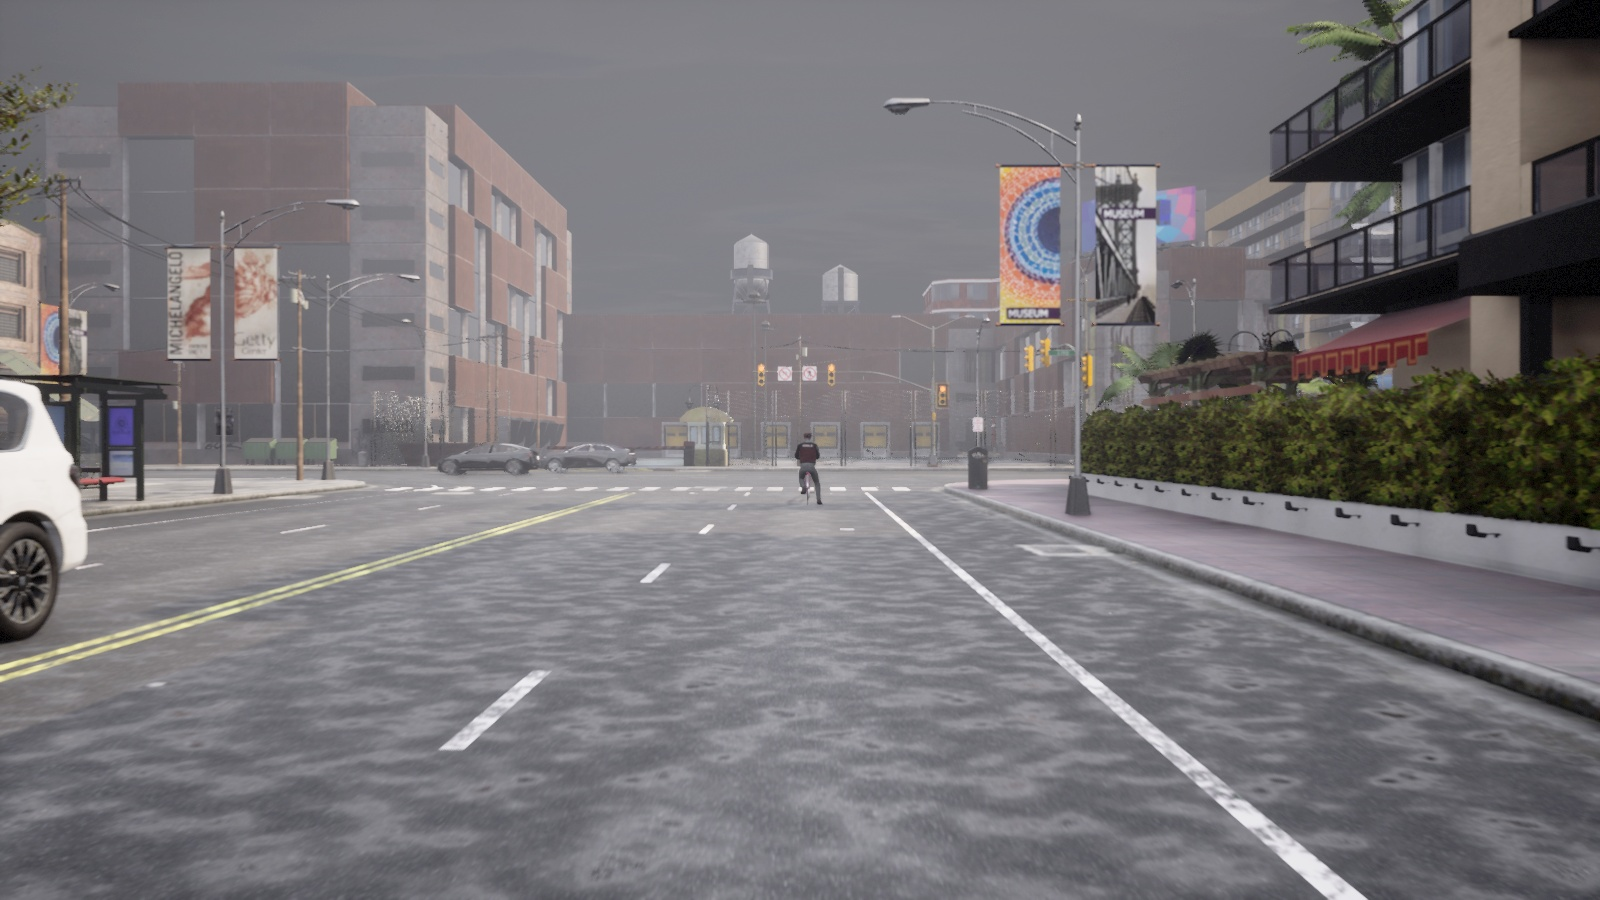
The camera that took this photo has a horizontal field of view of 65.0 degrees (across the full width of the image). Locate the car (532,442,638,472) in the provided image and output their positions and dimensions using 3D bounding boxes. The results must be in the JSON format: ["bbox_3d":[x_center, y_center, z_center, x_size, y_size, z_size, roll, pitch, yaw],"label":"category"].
[{"bbox_3d":[-10.671,0.340,62.680,4.902,1.511,2.128,0,0,1],"label":"car"}]

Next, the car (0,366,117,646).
[{"bbox_3d":[-6.932,0.415,7.936,2.150,2.045,5.566,0,0,1],"label":"car"}]

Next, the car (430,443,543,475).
[{"bbox_3d":[-14.755,0.400,59.238,4.792,1.488,2.163,0,0,1],"label":"car"}]
